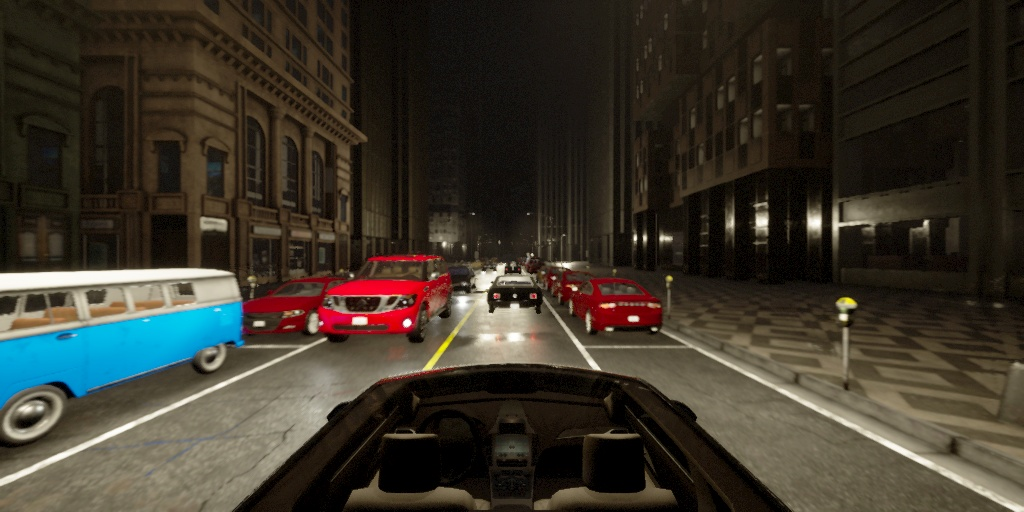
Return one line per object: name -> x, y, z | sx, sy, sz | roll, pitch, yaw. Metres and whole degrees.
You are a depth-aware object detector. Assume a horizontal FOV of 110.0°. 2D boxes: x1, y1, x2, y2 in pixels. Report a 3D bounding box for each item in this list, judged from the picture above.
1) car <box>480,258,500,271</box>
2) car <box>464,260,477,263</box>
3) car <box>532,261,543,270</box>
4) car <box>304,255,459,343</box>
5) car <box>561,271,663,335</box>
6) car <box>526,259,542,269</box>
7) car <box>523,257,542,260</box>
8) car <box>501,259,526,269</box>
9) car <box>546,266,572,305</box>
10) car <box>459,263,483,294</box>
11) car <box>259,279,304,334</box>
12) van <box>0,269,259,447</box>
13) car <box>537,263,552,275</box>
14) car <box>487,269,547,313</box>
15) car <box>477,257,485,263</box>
car -> -3.006, 1.329, 49.505 | 1.837, 1.490, 4.892 | 0, 0, 0
car -> -5.774, 1.351, 43.596 | 2.007, 1.370, 4.403 | 0, 0, 0
car -> 2.774, 1.305, 27.175 | 1.751, 1.417, 4.829 | 0, 0, 0
car -> -3.086, 0.980, 10.098 | 2.150, 2.045, 5.566 | 0, 0, 1
car -> 2.779, 1.304, 10.429 | 1.888, 1.381, 4.507 | 0, 0, 0
car -> 2.770, 1.339, 38.056 | 1.888, 1.381, 4.507 | 0, 0, 0
car -> 2.769, 1.116, 43.582 | 2.192, 1.841, 5.009 | 0, 0, 0
car -> 0.097, 1.340, 37.193 | 2.033, 1.411, 5.357 | 0, 0, 0
car -> 2.777, 1.311, 15.955 | 1.888, 1.381, 4.507 | 0, 0, 0
car -> -3.086, 1.319, 20.739 | 2.033, 1.411, 5.357 | 0, 0, 0
car -> -5.776, 1.304, 10.447 | 1.888, 1.381, 4.507 | 0, 0, 0
van -> -5.776, 1.094, 4.922 | 1.690, 1.789, 3.998 | 0, 0, 0
car -> 2.776, 1.318, 21.480 | 1.888, 1.381, 4.507 | 0, 0, 0
car -> 0.101, 1.364, 14.072 | 1.895, 1.301, 4.718 | 0, 0, 0
car -> -5.773, 1.348, 60.001 | 1.751, 1.417, 4.829 | 0, 0, 0
